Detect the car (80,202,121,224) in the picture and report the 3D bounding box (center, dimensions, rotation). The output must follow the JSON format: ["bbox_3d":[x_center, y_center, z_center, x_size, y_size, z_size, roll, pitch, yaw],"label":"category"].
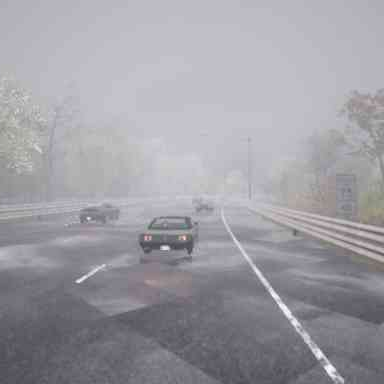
[{"bbox_3d":[-6.788,1.535,25.049,1.837,1.490,4.892,0,0,5],"label":"car"}]

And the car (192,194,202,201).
[{"bbox_3d":[1.421,1.537,88.188,2.097,1.767,4.553,0,0,10],"label":"car"}]

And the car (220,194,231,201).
[{"bbox_3d":[8.739,1.746,89.440,1.994,1.385,4.181,0,0,10],"label":"car"}]

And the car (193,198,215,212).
[{"bbox_3d":[1.591,1.667,38.952,1.895,1.301,4.718,0,0,6],"label":"car"}]

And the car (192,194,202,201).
[{"bbox_3d":[1.267,1.627,64.480,1.837,1.490,4.892,0,0,8],"label":"car"}]

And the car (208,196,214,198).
[{"bbox_3d":[5.085,1.740,88.840,1.994,1.385,4.181,0,0,10],"label":"car"}]

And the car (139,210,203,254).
[{"bbox_3d":[-0.734,1.620,13.573,1.895,1.301,4.718,0,0,4],"label":"car"}]
